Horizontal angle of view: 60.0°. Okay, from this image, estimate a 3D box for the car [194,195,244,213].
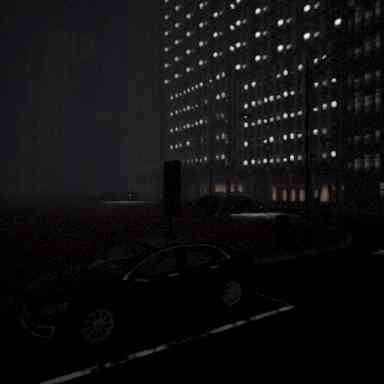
[{"bbox_3d":[2.090,1.059,29.906,1.837,1.490,4.892,1,1,-35],"label":"car"}]

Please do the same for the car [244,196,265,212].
[{"bbox_3d":[4.786,1.085,31.724,1.837,1.490,4.892,1,1,-35],"label":"car"}]

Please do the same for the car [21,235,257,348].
[{"bbox_3d":[-0.721,1.545,6.193,4.403,1.369,2.008,0,1,-35],"label":"car"}]

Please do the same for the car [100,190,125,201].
[{"bbox_3d":[-12.579,0.644,51.185,1.837,1.490,4.892,1,0,-34],"label":"car"}]

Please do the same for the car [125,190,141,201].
[{"bbox_3d":[-9.818,0.516,52.905,2.097,1.767,4.553,1,1,-34],"label":"car"}]
